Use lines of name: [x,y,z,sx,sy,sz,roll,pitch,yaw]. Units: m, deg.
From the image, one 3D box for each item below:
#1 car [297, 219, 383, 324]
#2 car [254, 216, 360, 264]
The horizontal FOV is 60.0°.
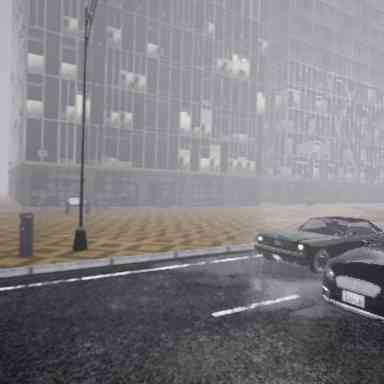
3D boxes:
car: [4.621,1.410,6.466,4.902,1.511,2.128,0,2,-31]
car: [4.158,1.429,9.990,4.718,1.301,1.895,0,2,-31]
